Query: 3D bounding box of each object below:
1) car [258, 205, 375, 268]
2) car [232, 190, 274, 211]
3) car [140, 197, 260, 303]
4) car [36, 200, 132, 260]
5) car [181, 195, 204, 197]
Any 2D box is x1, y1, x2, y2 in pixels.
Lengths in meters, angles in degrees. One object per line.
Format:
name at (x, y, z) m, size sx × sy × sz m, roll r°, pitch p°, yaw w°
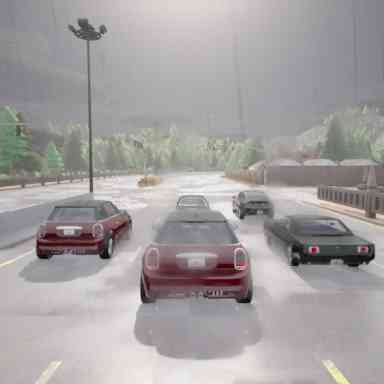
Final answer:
car at (3.569, 1.340, 10.395) m, size 1.895 × 1.301 × 4.718 m, roll 0°, pitch 3°, yaw 0°
car at (3.520, 0.661, 19.631) m, size 1.837 × 1.490 × 4.892 m, roll 0°, pitch 4°, yaw 0°
car at (0.077, 1.191, 8.013) m, size 2.097 × 1.767 × 4.553 m, roll 0°, pitch 2°, yaw 0°
car at (-3.436, 1.039, 11.433) m, size 2.097 × 1.767 × 4.553 m, roll 0°, pitch 3°, yaw 0°
car at (0.035, 0.857, 17.396) m, size 2.033 × 1.411 × 5.357 m, roll 0°, pitch 4°, yaw 0°
